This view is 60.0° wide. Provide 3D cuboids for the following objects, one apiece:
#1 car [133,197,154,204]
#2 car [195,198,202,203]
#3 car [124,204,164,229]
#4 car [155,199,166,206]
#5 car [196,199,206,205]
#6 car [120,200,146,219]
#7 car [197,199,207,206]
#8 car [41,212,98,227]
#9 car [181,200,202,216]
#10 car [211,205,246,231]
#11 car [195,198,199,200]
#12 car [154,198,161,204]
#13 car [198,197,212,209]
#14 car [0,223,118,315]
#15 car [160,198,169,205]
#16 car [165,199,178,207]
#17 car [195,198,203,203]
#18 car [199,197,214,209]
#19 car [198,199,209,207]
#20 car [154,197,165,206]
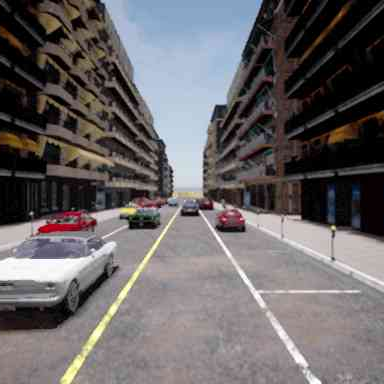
[{"bbox_3d":[-6.053,1.647,38.648,2.192,1.841,5.009,-1,0,-1],"label":"car"},{"bbox_3d":[1.809,2.317,95.424,2.008,1.369,4.403,-1,0,-1],"label":"car"},{"bbox_3d":[-3.309,1.807,23.795,1.895,1.301,4.718,0,0,0],"label":"car"},{"bbox_3d":[-6.310,2.103,66.967,1.887,1.381,4.507,-1,0,-1],"label":"car"},{"bbox_3d":[1.990,2.163,72.767,1.947,1.339,4.313,-1,0,-1],"label":"car"},{"bbox_3d":[-5.996,1.808,32.812,1.752,1.417,4.829,-1,0,-1],"label":"car"},{"bbox_3d":[2.037,2.099,67.104,1.887,1.381,4.507,-1,0,-1],"label":"car"},{"bbox_3d":[-5.841,1.687,15.990,1.887,1.381,4.507,-1,0,-1],"label":"car"},{"bbox_3d":[-0.226,1.873,36.327,1.994,1.385,4.181,0,0,0],"label":"car"},{"bbox_3d":[2.454,1.768,21.791,1.802,1.307,4.206,-1,0,-1],"label":"car"},{"bbox_3d":[-0.313,1.917,46.335,1.812,1.442,4.674,0,0,-1],"label":"car"},{"bbox_3d":[-6.153,1.969,49.975,1.887,1.381,4.507,-1,0,-1],"label":"car"},{"bbox_3d":[2.137,1.781,55.777,2.192,1.841,5.009,-1,0,-1],"label":"car"},{"bbox_3d":[-3.160,1.672,7.827,1.895,1.301,4.718,0,-1,-1],"label":"car"},{"bbox_3d":[-6.413,2.210,78.297,1.947,1.339,4.313,-1,0,-1],"label":"car"},{"bbox_3d":[-3.597,2.087,64.715,2.033,1.411,5.357,0,0,0],"label":"car"},{"bbox_3d":[1.863,2.291,89.759,1.947,1.339,4.313,-1,0,-1],"label":"car"},{"bbox_3d":[2.189,1.735,50.112,2.192,1.841,5.009,-1,0,-1],"label":"car"},{"bbox_3d":[2.089,2.076,61.439,1.947,1.339,4.313,-1,0,-1],"label":"car"},{"bbox_3d":[-6.209,1.785,55.640,2.192,1.841,5.009,-1,0,-1],"label":"car"}]
